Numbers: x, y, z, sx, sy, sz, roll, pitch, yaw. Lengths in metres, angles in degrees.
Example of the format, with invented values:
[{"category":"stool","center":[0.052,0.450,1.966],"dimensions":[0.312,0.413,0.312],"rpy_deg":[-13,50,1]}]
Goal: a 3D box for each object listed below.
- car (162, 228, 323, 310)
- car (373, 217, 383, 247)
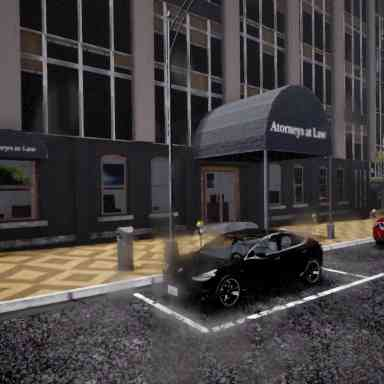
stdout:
[{"category":"car","center":[1.360,1.564,7.838],"dimensions":[4.313,1.339,1.947],"rpy_deg":[0,-1,-37]},{"category":"car","center":[9.633,1.310,14.045],"dimensions":[5.009,1.841,2.192],"rpy_deg":[0,-1,-37]}]
